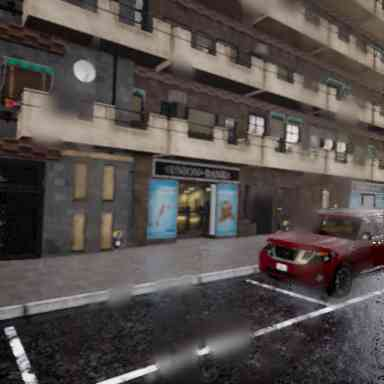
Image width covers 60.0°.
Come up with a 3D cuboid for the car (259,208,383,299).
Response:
[{"bbox_3d":[4.090,1.410,8.976,5.009,1.841,2.192,1,1,-35],"label":"car"}]
